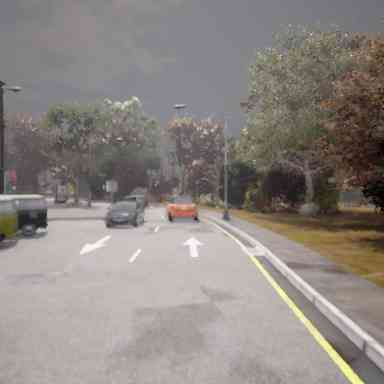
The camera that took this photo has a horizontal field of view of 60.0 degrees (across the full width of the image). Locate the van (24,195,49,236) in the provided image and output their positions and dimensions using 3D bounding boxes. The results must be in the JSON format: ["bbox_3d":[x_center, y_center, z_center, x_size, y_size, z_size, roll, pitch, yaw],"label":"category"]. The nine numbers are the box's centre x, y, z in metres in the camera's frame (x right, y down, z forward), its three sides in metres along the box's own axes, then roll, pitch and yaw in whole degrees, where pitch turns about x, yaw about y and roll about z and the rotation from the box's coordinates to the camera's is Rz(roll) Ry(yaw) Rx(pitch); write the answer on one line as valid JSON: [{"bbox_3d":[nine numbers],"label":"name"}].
[{"bbox_3d":[-9.420,1.144,16.173,4.442,1.987,1.878,-1,1,-21],"label":"van"}]

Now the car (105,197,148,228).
[{"bbox_3d":[-4.119,1.324,21.052,1.837,1.490,4.892,0,1,-1],"label":"car"}]

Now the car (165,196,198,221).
[{"bbox_3d":[-0.888,1.120,25.121,2.097,1.767,4.553,0,1,-8],"label":"car"}]

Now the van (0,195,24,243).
[{"bbox_3d":[-9.388,1.183,13.172,4.442,1.987,1.878,-1,1,-21],"label":"van"}]

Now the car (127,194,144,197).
[{"bbox_3d":[-7.242,1.034,41.791,2.128,1.511,4.902,0,1,-34],"label":"car"}]
